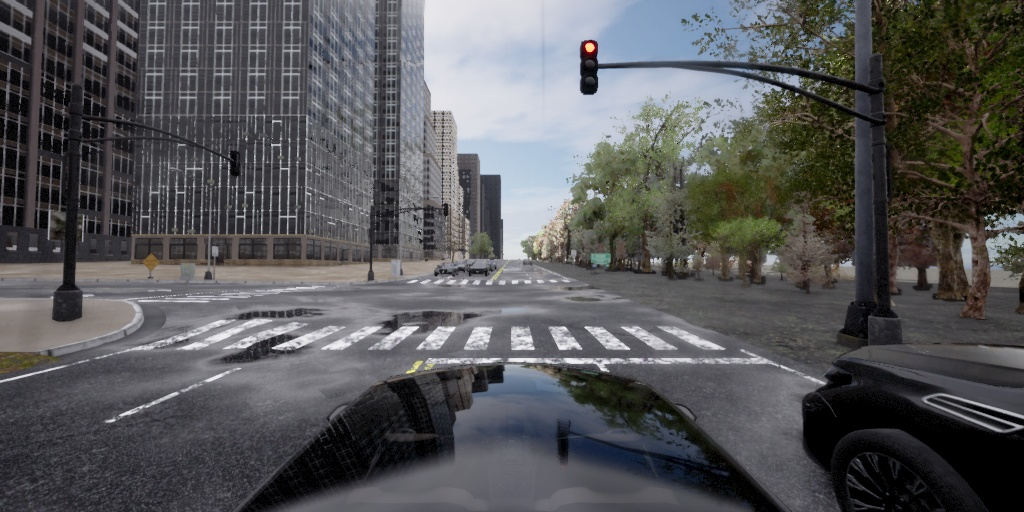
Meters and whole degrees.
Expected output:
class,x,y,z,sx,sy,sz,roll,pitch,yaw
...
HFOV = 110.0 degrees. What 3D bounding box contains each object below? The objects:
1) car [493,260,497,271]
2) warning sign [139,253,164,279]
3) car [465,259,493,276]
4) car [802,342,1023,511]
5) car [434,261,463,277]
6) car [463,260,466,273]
class,x,y,z,sx,sy,sz,roll,pitch,yaw
car,-3.331,1.384,46.458,1.895,1.301,4.718,0,0,0
warning sign,-26.151,0.736,25.926,1.060,1.860,1.300,0,0,-4
car,-3.330,1.254,37.118,1.882,1.535,5.008,0,0,0
car,3.359,0.963,0.425,2.150,2.045,5.566,0,0,0
car,-6.580,1.340,36.413,1.994,1.385,4.181,0,0,0
car,-6.580,1.330,45.648,2.033,1.411,5.357,0,0,0
